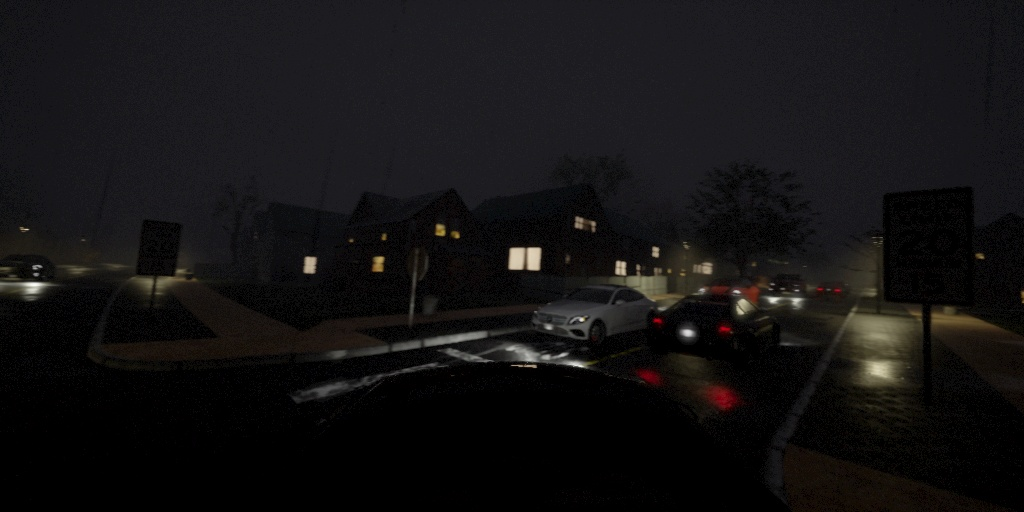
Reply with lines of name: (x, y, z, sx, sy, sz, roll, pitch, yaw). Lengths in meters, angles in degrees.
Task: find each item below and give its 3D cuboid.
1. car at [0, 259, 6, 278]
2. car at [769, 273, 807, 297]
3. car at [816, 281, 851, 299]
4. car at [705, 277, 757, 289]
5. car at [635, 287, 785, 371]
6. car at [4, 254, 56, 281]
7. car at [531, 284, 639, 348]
car: (-22.868, 0.853, 14.439, 4.181, 1.385, 1.994, 0, -6, 44)
car: (25.536, 2.632, 33.081, 5.566, 2.045, 2.150, 4, -3, -44)
car: (28.700, 3.023, 32.217, 5.357, 1.411, 2.033, 3, -2, -45)
car: (11.781, 1.936, 19.462, 4.553, 1.767, 2.097, 4, -3, -45)
car: (4.956, 1.608, 8.635, 4.181, 1.385, 1.994, 3, -3, -45)
car: (-31.796, 0.645, 23.419, 2.097, 1.767, 4.553, 8, -5, -44)
car: (2.581, 1.553, 10.339, 4.674, 1.442, 1.812, 3, -2, -44)
